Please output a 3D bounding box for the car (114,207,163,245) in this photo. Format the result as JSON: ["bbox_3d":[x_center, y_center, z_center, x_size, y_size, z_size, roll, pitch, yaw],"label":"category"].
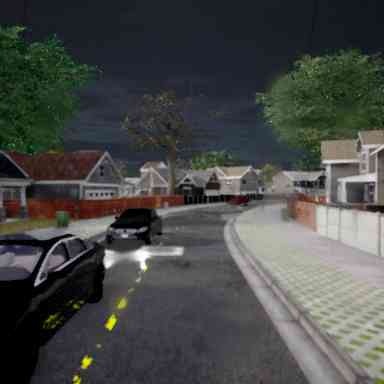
[{"bbox_3d":[-2.486,1.464,15.503,1.812,1.442,4.674,0,0,4],"label":"car"}]

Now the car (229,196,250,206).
[{"bbox_3d":[7.091,1.295,49.762,1.882,1.535,5.008,0,0,28],"label":"car"}]

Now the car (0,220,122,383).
[{"bbox_3d":[-2.784,1.471,5.335,2.128,1.511,4.902,0,0,1],"label":"car"}]
